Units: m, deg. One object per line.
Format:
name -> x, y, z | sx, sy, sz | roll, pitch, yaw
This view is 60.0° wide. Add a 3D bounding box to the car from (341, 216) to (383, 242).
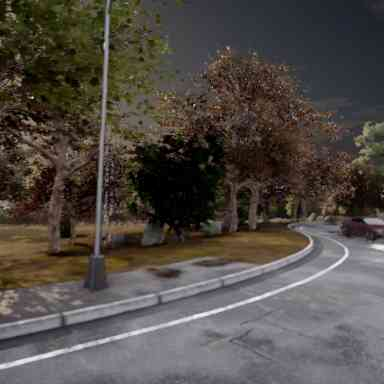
car -> 11.303, 2.293, 21.236 | 1.812, 1.442, 4.674 | 2, -1, -3
